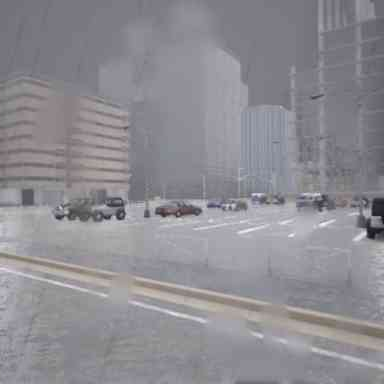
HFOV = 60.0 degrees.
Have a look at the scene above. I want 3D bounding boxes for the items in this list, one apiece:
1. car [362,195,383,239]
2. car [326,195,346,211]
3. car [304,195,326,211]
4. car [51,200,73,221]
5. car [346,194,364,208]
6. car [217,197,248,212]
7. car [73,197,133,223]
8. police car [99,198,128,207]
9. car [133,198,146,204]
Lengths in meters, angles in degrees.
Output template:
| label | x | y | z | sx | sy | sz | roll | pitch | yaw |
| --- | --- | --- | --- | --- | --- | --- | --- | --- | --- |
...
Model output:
| label | x | y | z | sx | sy | sz | roll | pitch | yaw |
| --- | --- | --- | --- | --- | --- | --- | --- | --- | --- |
| car | 9.302 | 1.168 | 15.449 | 1.905 | 1.878 | 3.866 | -1 | 0 | 34 |
| car | 20.665 | 1.462 | 47.028 | 1.784 | 1.438 | 3.905 | -1 | 0 | 34 |
| car | 18.267 | 1.521 | 48.648 | 1.970 | 1.475 | 3.806 | -1 | 0 | 34 |
| car | -9.350 | 1.378 | 28.062 | 1.932 | 1.855 | 4.605 | -1 | 0 | 34 |
| car | 22.916 | 1.226 | 45.569 | 1.932 | 1.855 | 4.605 | -1 | 0 | 34 |
| car | 5.036 | 1.572 | 39.359 | 1.970 | 1.475 | 3.806 | -1 | 0 | 34 |
| car | -6.982 | 1.354 | 26.398 | 1.905 | 1.878 | 3.866 | -1 | 0 | 34 |
| police car | -13.909 | 1.858 | 59.067 | 2.038 | 1.542 | 4.974 | -1 | 0 | 34 |
| car | -11.357 | 1.951 | 69.163 | 1.837 | 1.490 | 4.892 | -1 | 0 | 34 |
